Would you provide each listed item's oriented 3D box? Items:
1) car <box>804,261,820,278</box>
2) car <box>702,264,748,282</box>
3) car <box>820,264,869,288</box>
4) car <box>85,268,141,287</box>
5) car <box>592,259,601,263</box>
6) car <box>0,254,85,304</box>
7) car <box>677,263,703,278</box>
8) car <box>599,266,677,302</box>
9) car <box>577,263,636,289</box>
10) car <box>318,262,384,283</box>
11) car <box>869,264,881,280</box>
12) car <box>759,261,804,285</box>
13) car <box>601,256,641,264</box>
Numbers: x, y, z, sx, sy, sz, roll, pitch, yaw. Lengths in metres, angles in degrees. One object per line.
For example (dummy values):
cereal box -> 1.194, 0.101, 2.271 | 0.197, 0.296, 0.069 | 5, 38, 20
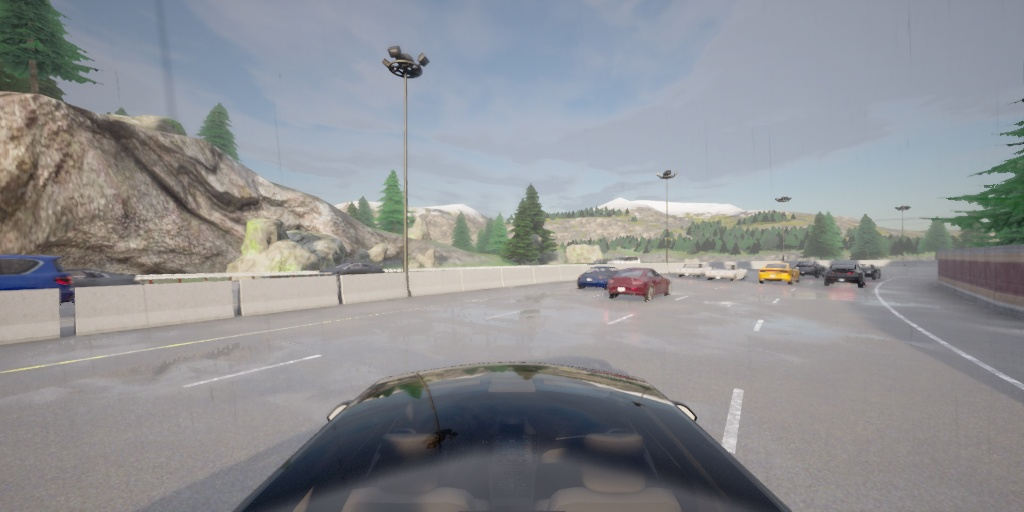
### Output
car -> 27.621, 1.241, 33.254 | 4.902, 1.511, 2.128 | 0, 0, -39
car -> 17.564, 1.350, 29.206 | 4.718, 1.301, 1.895 | 0, 0, -43
car -> 22.454, 1.255, 24.155 | 4.892, 1.490, 1.837 | 0, 0, -43
car -> -18.147, 1.241, 14.127 | 2.128, 1.511, 4.902 | 0, 0, 34
car -> 11.879, 1.131, 47.792 | 4.553, 1.767, 2.097 | 0, 0, -40
car -> -16.628, 0.971, 10.102 | 2.150, 2.045, 5.566 | 0, 0, 33
car -> 17.417, 1.351, 33.792 | 4.718, 1.301, 1.895 | 0, 0, -42
car -> 6.178, 1.276, 17.220 | 1.812, 1.442, 4.674 | 0, 0, 39
car -> 5.731, 1.314, 22.007 | 1.994, 1.385, 4.181 | 0, 0, 41
car -> -12.434, 1.241, 27.896 | 2.128, 1.511, 4.902 | 0, 0, 39
car -> 30.379, 1.351, 31.004 | 4.718, 1.301, 1.895 | 0, 0, -39
car -> 19.697, 1.228, 26.361 | 5.008, 1.535, 1.882 | 0, 0, -44
car -> 14.066, 0.978, 45.059 | 5.566, 2.045, 2.150 | 0, 0, -40
